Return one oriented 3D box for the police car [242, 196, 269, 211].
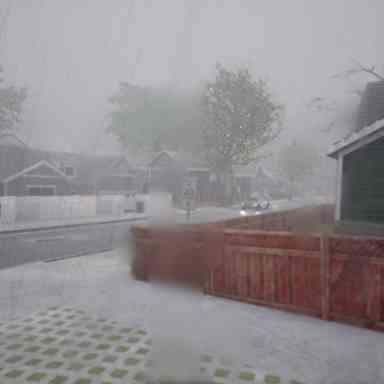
[{"bbox_3d":[7.386,1.331,38.683,2.038,1.542,4.974,3,2,30],"label":"police car"}]
